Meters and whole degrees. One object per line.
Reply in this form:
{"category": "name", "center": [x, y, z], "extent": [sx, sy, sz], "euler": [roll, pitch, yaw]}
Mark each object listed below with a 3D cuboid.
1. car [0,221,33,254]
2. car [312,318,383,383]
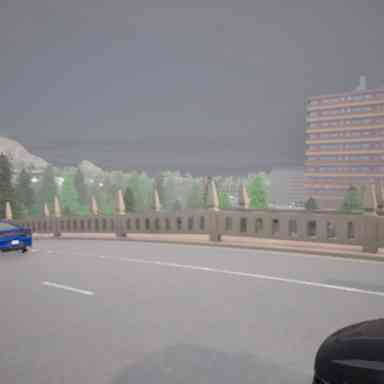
{"category": "car", "center": [-9.107, 2.029, 14.784], "extent": [5.008, 1.535, 1.882], "euler": [-4, -3, 35]}
{"category": "car", "center": [3.225, 1.485, 1.692], "extent": [5.008, 1.535, 1.882], "euler": [1, 0, 35]}
